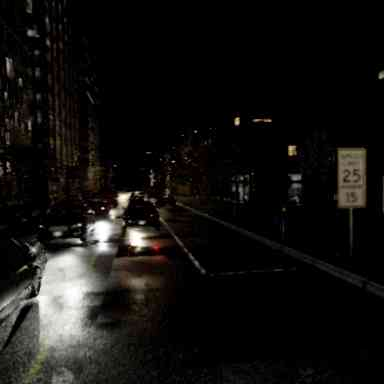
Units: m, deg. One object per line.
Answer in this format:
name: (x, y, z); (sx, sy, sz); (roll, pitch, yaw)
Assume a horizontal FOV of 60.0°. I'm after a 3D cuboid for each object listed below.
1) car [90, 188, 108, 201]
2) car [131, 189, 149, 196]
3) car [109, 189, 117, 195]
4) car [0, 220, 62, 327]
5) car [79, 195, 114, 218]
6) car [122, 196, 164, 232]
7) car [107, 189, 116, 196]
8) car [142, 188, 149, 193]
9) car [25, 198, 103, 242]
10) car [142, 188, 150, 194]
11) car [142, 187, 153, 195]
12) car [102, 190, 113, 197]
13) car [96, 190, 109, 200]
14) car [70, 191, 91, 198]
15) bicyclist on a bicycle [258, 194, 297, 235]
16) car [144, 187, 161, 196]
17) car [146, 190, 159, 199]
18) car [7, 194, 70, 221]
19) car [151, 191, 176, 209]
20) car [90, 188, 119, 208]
car: (-14.734, 0.391, 53.015); (2.192, 1.841, 5.009); (-2, 2, -10)
car: (-6.772, 0.738, 40.923); (2.033, 1.411, 5.357); (-2, 1, -10)
car: (-20.363, -0.060, 85.569); (1.752, 1.417, 4.829); (-2, 2, -10)
car: (-3.834, 1.529, 5.410); (2.033, 1.411, 5.357); (-2, 1, -10)
car: (-7.217, 1.187, 24.949); (1.895, 1.301, 4.718); (-2, 1, -10)
car: (-2.713, 1.187, 17.654); (1.812, 1.442, 4.674); (-2, 1, -10)
car: (-19.419, 0.051, 80.116); (1.752, 1.417, 4.829); (-2, 2, -10)
car: (-13.077, -0.338, 92.603); (1.802, 1.307, 4.206); (-2, 2, -10)
car: (-5.511, 1.279, 15.043); (2.128, 1.511, 4.902); (-2, 1, -10)
car: (-12.133, -0.243, 87.151); (1.947, 1.339, 4.313); (-2, 2, -10)
car: (-10.254, -0.272, 76.240); (2.192, 1.841, 5.009); (-2, 2, -10)
car: (-17.558, 0.288, 69.379); (1.887, 1.381, 4.507); (-2, 2, -10)
car: (-15.642, 0.494, 58.306); (1.752, 1.417, 4.829); (-2, 2, -10)
car: (-10.840, 0.974, 30.490); (1.967, 1.590, 4.097); (-2, 2, -10)
bicyclist on a bicycle: (3.449, 0.926, 13.352); (1.656, 1.620, 0.582); (0, 1, -10)
car: (-5.533, 0.282, 48.978); (2.192, 1.841, 5.009); (-2, 2, -10)
car: (-6.498, 0.378, 54.604); (1.752, 1.417, 4.829); (-2, 2, -10)
car: (-9.045, 1.073, 19.566); (2.192, 1.841, 5.009); (-2, 2, -10)
car: (-2.555, 0.864, 31.905); (2.008, 1.369, 4.403); (-2, 2, -10)
car: (-8.966, 0.598, 35.263); (2.150, 2.045, 5.566); (-2, 1, -9)
